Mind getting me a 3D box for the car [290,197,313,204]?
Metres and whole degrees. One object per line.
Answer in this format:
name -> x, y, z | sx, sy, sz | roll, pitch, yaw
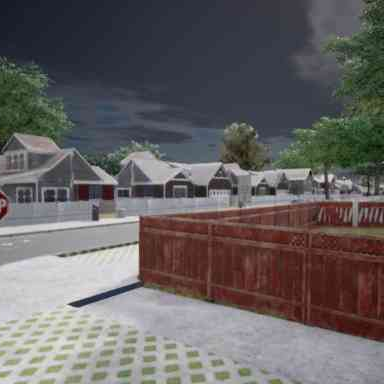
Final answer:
car -> 15.250, 1.387, 46.004 | 2.033, 1.411, 5.357 | 0, 0, 36
